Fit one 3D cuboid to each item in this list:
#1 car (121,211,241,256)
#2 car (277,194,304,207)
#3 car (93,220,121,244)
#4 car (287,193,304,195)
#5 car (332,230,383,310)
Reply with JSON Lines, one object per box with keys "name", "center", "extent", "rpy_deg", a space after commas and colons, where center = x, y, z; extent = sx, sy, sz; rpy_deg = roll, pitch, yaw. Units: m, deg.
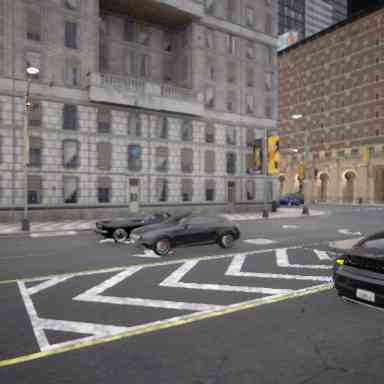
{"name": "car", "center": [-0.160, 1.527, 13.195], "extent": [4.674, 1.442, 1.812], "rpy_deg": [0, 0, -31]}
{"name": "car", "center": [14.867, 1.487, 52.782], "extent": [1.882, 1.535, 5.008], "rpy_deg": [0, 0, -32]}
{"name": "car", "center": [-2.252, 1.602, 16.019], "extent": [4.718, 1.301, 1.895], "rpy_deg": [0, 0, -31]}
{"name": "car", "center": [18.192, 1.232, 61.116], "extent": [2.150, 2.045, 5.566], "rpy_deg": [0, 0, -31]}
{"name": "car", "center": [4.907, 1.502, 6.702], "extent": [4.892, 1.490, 1.837], "rpy_deg": [2, -1, -31]}
